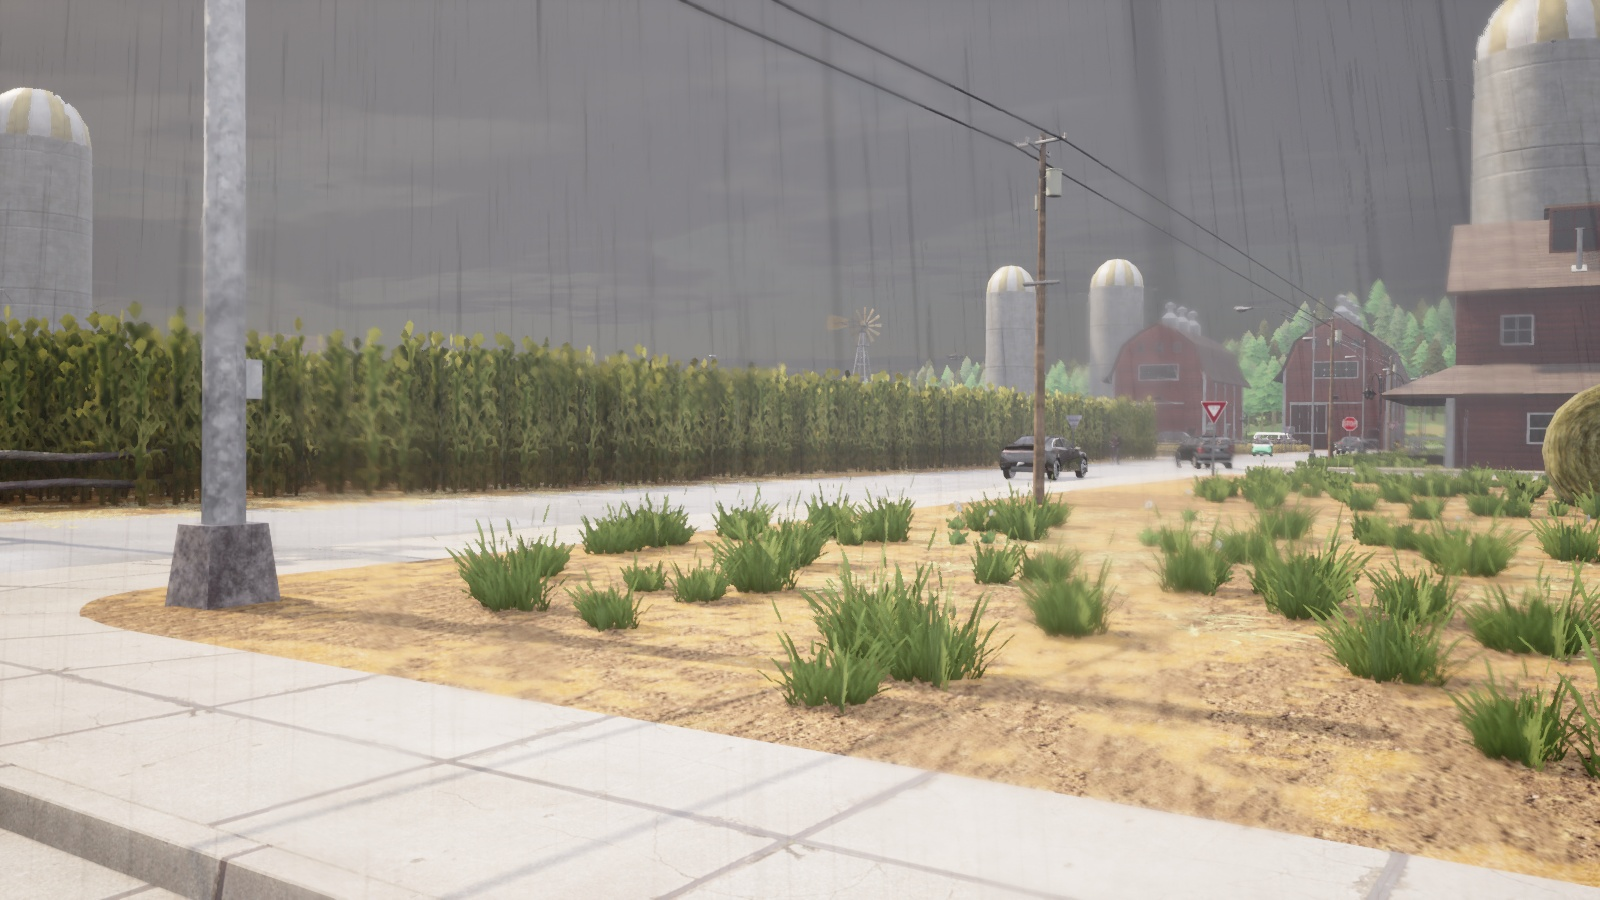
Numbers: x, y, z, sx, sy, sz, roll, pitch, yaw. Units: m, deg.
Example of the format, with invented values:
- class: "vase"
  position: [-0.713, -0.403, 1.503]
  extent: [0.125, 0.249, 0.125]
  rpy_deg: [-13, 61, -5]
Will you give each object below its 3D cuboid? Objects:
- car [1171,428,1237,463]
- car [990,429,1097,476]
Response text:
- class: "car"
  position: [18.793, -0.234, 58.552]
  extent: [1.789, 1.549, 3.705]
  rpy_deg: [-1, 0, -1]
- class: "car"
  position: [8.503, 0.052, 43.501]
  extent: [2.128, 1.511, 4.902]
  rpy_deg: [0, 1, 31]
